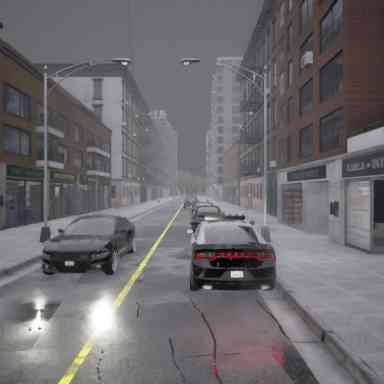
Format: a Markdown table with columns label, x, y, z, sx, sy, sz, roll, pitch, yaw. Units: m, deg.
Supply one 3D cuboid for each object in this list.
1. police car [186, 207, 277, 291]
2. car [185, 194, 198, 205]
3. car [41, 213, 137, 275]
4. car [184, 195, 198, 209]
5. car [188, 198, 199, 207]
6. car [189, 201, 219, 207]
| label | x | y | z | sx | sy | sz | roll | pitch | yaw |
| --- | --- | --- | --- | --- | --- | --- | --- | --- | --- |
| police car | 0.886 | 1.424 | 9.168 | 1.930 | 1.638 | 5.238 | 0 | 0 | 0 |
| car | -0.100 | 1.314 | 59.535 | 2.097 | 1.767 | 4.553 | 0 | 0 | 0 |
| car | -3.016 | 1.476 | 10.674 | 1.882 | 1.535 | 5.008 | 0 | 0 | 0 |
| car | -0.065 | 1.329 | 45.947 | 2.097 | 1.767 | 4.553 | 0 | 0 | 0 |
| car | 0.858 | 1.471 | 25.058 | 1.882 | 1.535 | 5.008 | 0 | 0 | 0 |
| car | 0.869 | 1.501 | 19.057 | 1.837 | 1.490 | 4.892 | 0 | 0 | 0 |
